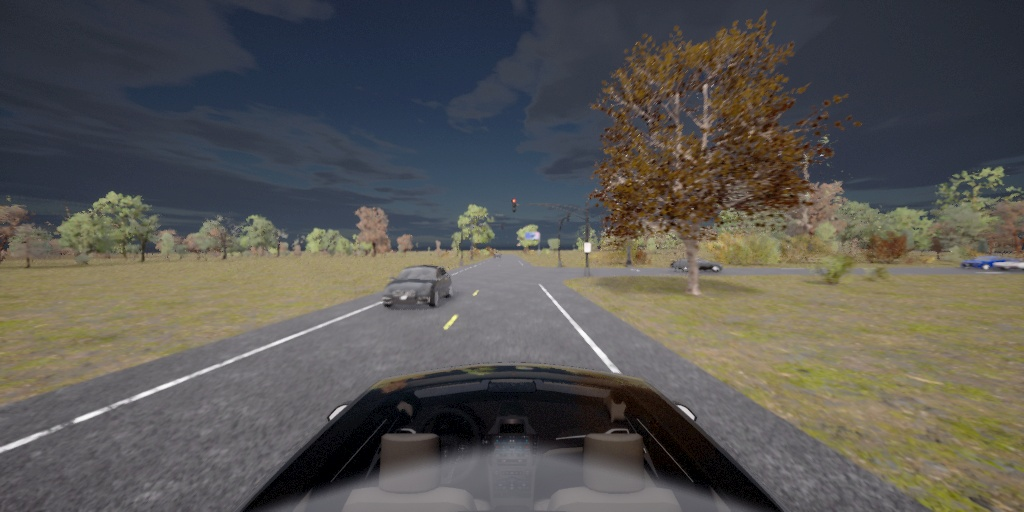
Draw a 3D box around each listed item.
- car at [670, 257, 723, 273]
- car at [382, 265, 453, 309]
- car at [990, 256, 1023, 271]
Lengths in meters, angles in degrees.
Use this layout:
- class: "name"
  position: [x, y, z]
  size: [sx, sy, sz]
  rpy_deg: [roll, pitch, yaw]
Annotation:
- class: "car"
  position: [18.264, 0.868, 35.593]
  size: [4.902, 1.511, 2.128]
  rpy_deg: [0, 1, 0]
- class: "car"
  position: [-3.581, 1.127, 14.342]
  size: [1.837, 1.490, 4.892]
  rpy_deg: [0, 0, 0]
- class: "car"
  position: [52.667, 0.920, 36.622]
  size: [4.718, 1.301, 1.895]
  rpy_deg: [0, 1, -2]
